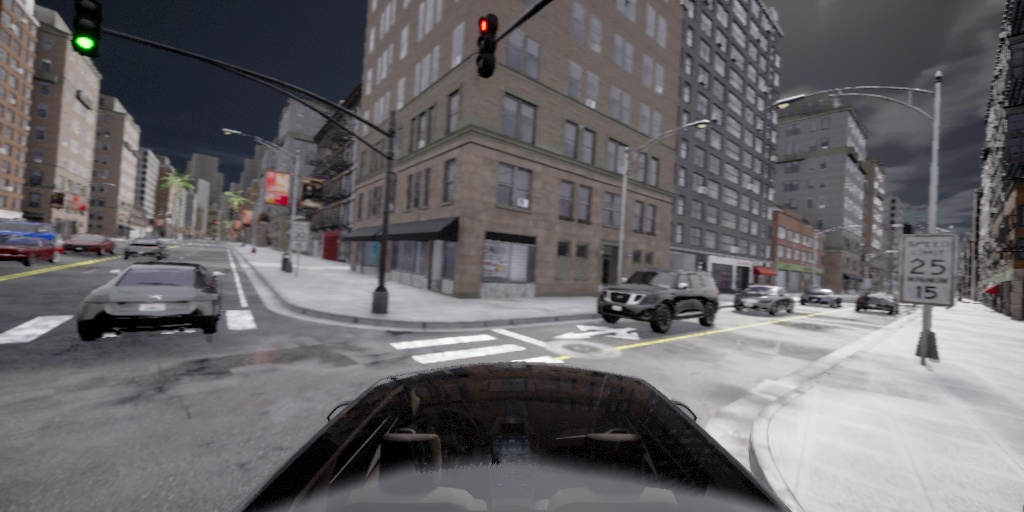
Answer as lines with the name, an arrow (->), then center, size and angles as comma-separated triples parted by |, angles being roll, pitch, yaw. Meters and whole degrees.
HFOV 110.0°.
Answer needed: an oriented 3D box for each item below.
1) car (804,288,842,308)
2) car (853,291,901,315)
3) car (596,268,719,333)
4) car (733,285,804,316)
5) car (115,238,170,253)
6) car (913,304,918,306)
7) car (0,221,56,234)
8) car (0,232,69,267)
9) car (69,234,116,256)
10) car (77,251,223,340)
car -> 24.324, 3.254, 28.206 | 4.181, 1.385, 1.994 | 4, -1, -38
car -> 25.777, 3.255, 25.299 | 4.674, 1.442, 1.812 | 4, -1, -39
car -> 5.477, 1.461, 13.041 | 5.566, 2.045, 2.150 | 4, -1, -39
car -> 14.114, 2.396, 20.006 | 4.902, 1.511, 2.128 | 4, -1, -39
car -> -25.818, -0.499, 25.444 | 2.128, 1.511, 4.902 | 4, 0, -39
car -> 42.409, 4.543, 38.700 | 4.902, 1.511, 2.128 | 5, -2, -39
car -> -33.643, -1.344, 24.583 | 2.150, 2.045, 5.566 | 4, 0, -38
car -> -23.424, -0.265, 16.946 | 1.895, 1.301, 4.718 | 4, 0, -39
car -> -31.001, -0.882, 26.451 | 1.882, 1.535, 5.008 | 4, 0, -37
car -> -7.802, 0.805, 8.115 | 1.994, 1.385, 4.181 | 4, 0, -39
